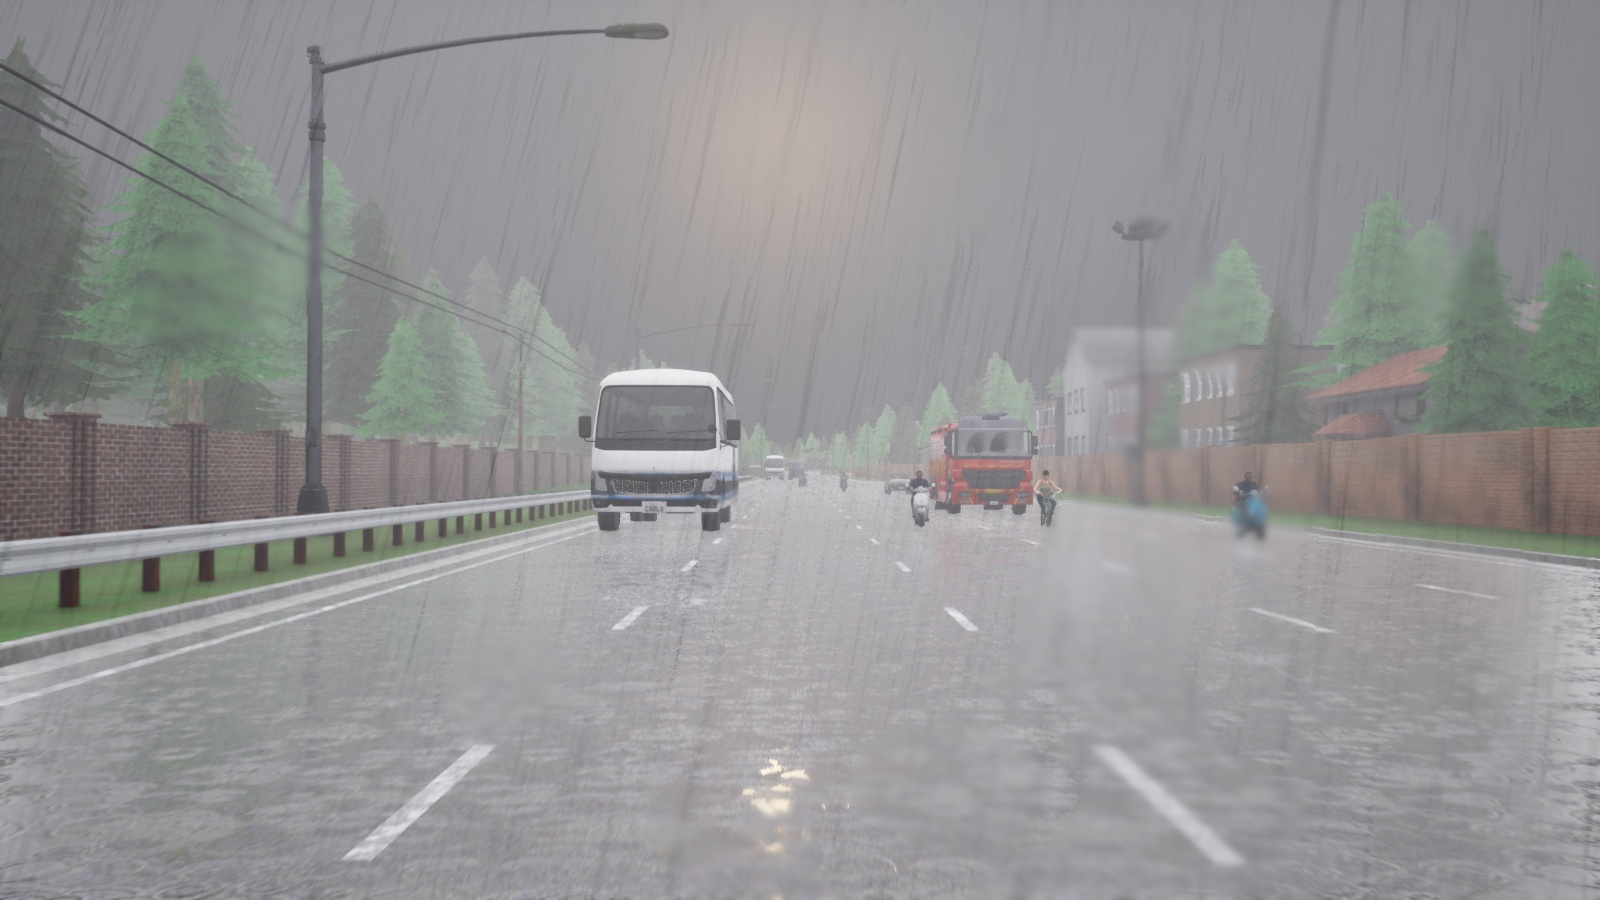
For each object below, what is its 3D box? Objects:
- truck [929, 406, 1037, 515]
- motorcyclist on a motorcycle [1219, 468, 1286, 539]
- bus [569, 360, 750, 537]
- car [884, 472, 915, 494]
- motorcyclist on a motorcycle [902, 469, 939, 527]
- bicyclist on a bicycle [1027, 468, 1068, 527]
[{"bbox_3d":[6.876,0.434,48.486,2.891,3.827,8.468,0,-1,0],"label":"truck"},{"bbox_3d":[10.428,1.212,29.024,0.866,1.590,1.817,0,-1,0],"label":"motorcyclist on a motorcycle"},{"bbox_3d":[-3.593,0.044,35.326,3.944,4.253,10.273,0,-1,0],"label":"bus"},{"bbox_3d":[6.788,2.240,85.965,1.816,1.474,4.193,0,-1,0],"label":"car"},{"bbox_3d":[3.412,1.353,35.750,0.866,1.590,1.817,0,-1,0],"label":"motorcyclist on a motorcycle"},{"bbox_3d":[6.918,1.312,35.174,0.866,1.612,1.509,0,-1,0],"label":"bicyclist on a bicycle"}]
